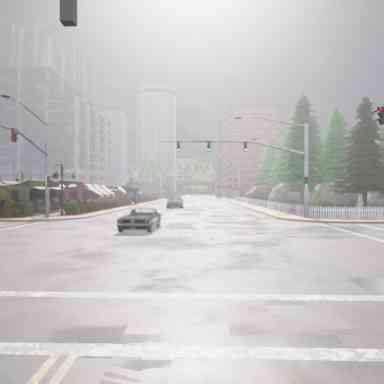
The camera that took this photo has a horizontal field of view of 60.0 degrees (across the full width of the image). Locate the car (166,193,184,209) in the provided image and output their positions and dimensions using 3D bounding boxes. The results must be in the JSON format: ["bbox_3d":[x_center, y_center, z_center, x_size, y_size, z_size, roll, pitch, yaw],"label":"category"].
[{"bbox_3d":[-2.198,1.327,44.112,2.097,1.767,4.553,0,0,2],"label":"car"}]

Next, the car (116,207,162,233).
[{"bbox_3d":[-2.995,1.600,19.642,1.895,1.301,4.718,0,0,3],"label":"car"}]
